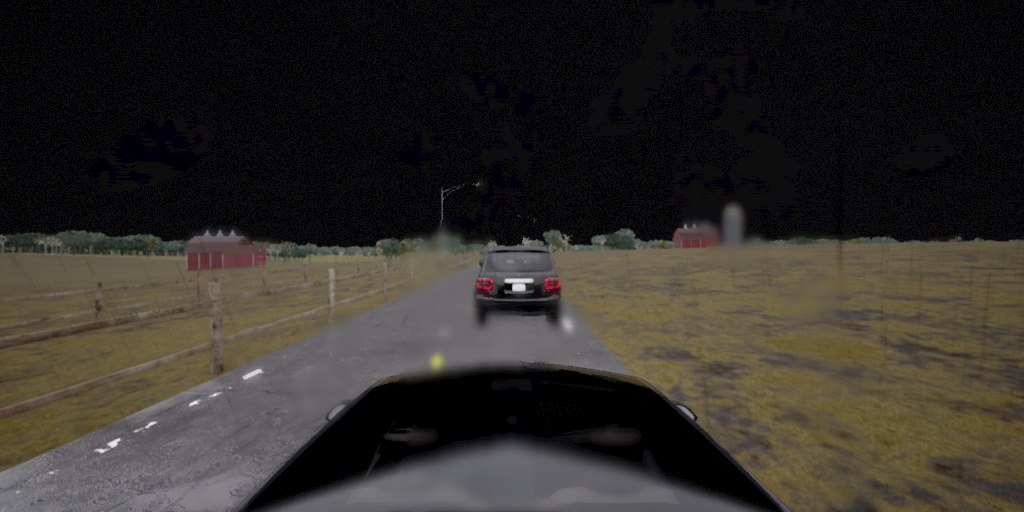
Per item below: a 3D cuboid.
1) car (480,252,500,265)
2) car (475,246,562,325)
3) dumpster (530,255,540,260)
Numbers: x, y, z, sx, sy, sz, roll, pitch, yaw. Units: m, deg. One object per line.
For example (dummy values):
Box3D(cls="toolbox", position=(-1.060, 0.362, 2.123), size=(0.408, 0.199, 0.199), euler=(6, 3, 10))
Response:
Box3D(cls="car", position=(-2.487, 0.247, 41.071), size=(1.994, 1.385, 4.181), euler=(0, 1, 1))
Box3D(cls="car", position=(0.162, 0.710, 10.739), size=(2.150, 2.045, 5.566), euler=(0, 2, 0))
Box3D(cls="dumpster", position=(3.618, -0.256, 56.250), size=(1.020, 1.700, 1.940), euler=(0, 0, 1))
